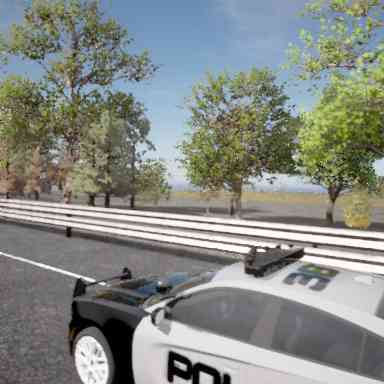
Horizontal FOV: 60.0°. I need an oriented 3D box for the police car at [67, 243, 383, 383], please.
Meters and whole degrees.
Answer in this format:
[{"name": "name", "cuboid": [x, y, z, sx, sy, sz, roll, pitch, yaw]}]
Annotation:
[{"name": "police car", "cuboid": [0.688, 1.391, 3.390, 5.238, 1.638, 1.930, 2, 1, 36]}]
